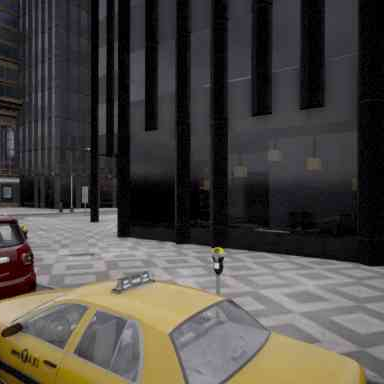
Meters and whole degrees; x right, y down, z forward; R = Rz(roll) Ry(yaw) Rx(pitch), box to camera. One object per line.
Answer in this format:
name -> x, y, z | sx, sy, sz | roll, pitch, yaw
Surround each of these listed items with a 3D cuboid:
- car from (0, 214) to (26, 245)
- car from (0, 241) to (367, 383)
car -> -5.097, 1.314, 6.552 | 5.009, 1.841, 2.192 | 0, 0, 35
car -> -0.803, 1.525, 3.524 | 4.829, 1.417, 1.752 | 0, 0, 35
